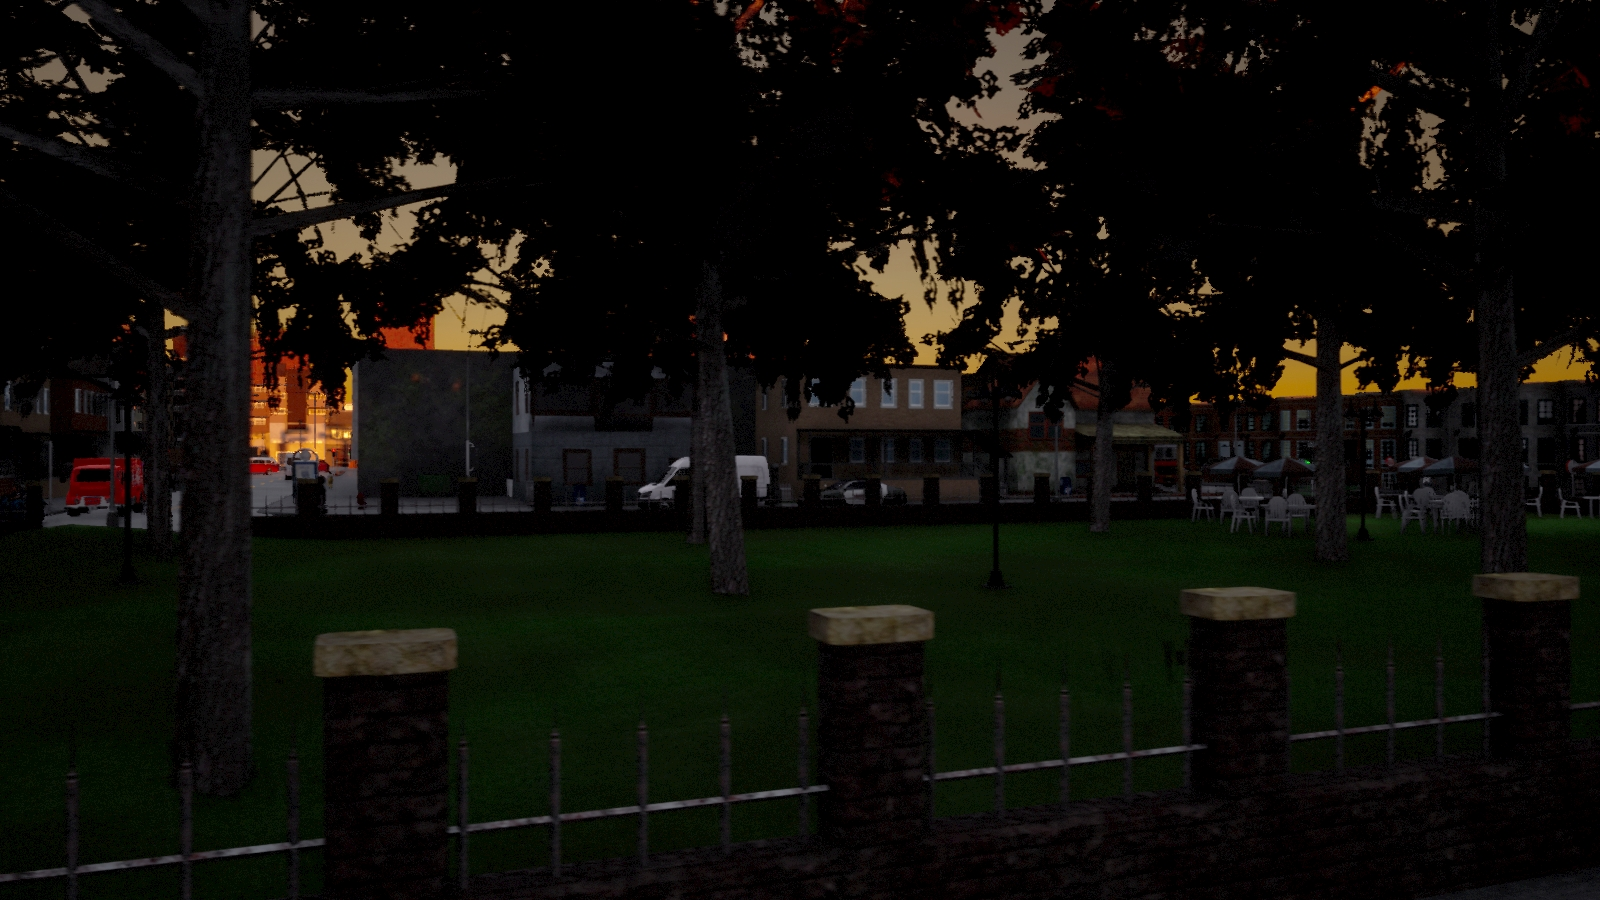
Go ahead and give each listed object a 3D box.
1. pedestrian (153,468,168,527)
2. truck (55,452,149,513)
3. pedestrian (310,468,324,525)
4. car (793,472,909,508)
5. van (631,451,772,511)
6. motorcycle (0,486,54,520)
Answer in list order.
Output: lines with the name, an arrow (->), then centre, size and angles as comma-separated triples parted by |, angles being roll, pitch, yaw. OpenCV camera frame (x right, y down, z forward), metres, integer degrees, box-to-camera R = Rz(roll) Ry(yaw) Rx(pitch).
pedestrian -> -20.430, 1.524, 36.496 | 0.375, 1.860, 0.375 | 0, 0, -20
truck -> -30.235, 1.347, 49.694 | 2.627, 2.467, 5.204 | 0, 0, -22
pedestrian -> -15.927, 1.525, 37.693 | 0.375, 1.860, 0.375 | 0, 0, -14
car -> 2.350, 1.818, 53.004 | 4.974, 1.542, 2.038 | 0, 0, -21
van -> -4.341, 1.315, 50.451 | 5.915, 2.561, 1.988 | 0, 0, -20
motorcycle -> -29.254, 1.991, 42.860 | 0.803, 1.145, 2.033 | -4, 0, 15
